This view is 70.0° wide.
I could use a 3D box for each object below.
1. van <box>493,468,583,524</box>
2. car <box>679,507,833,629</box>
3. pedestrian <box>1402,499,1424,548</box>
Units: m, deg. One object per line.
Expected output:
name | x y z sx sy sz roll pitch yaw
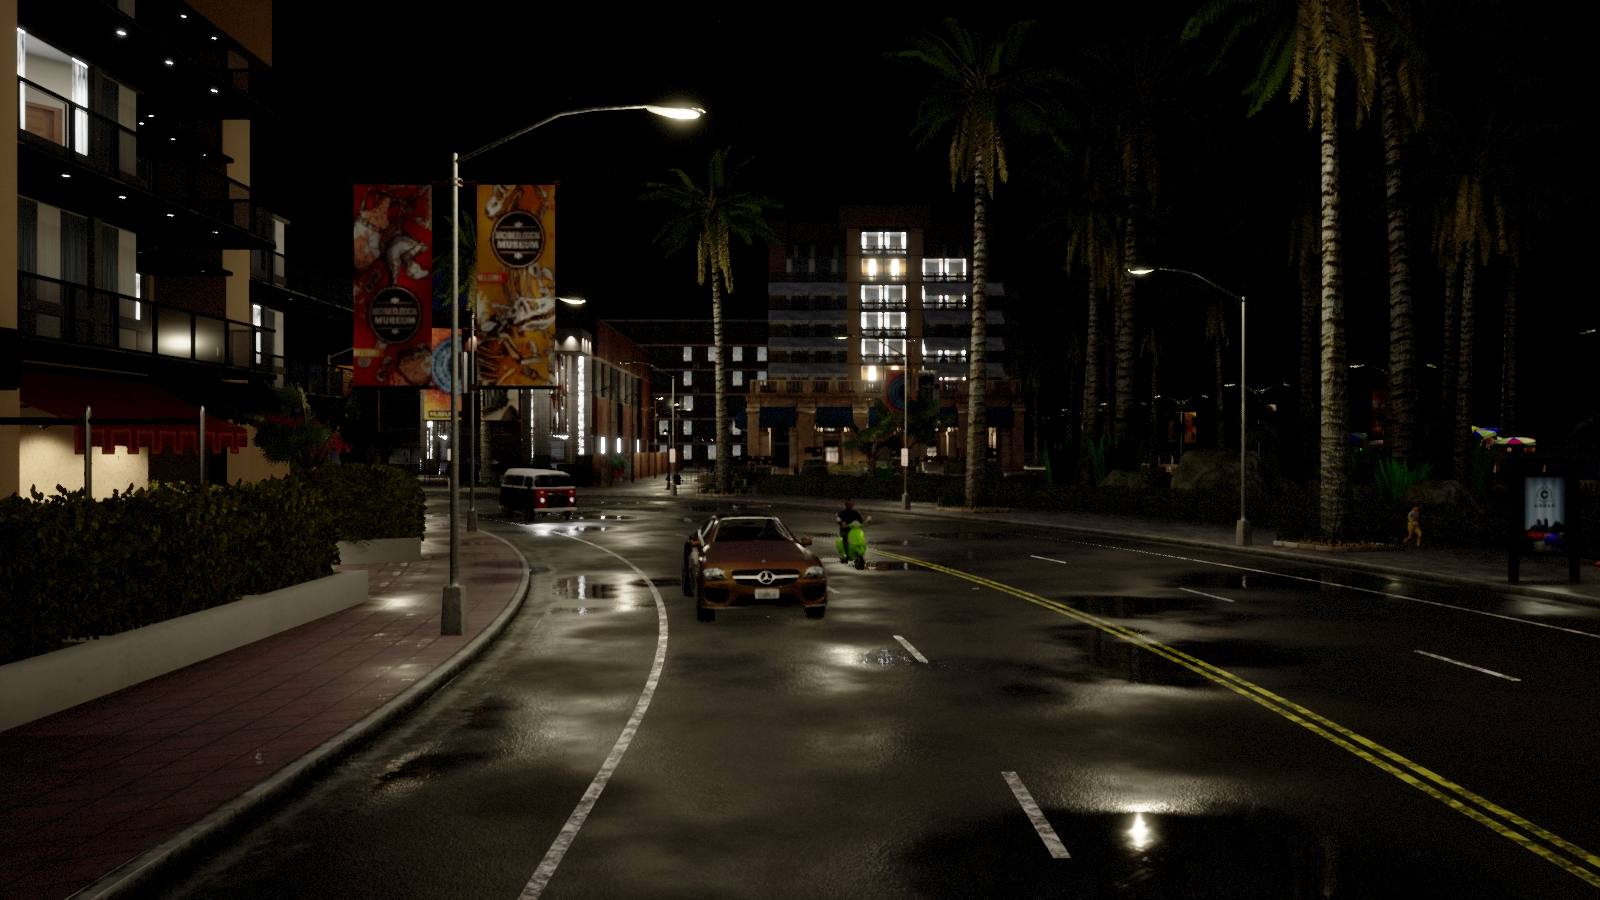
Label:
van | -10.573 1.782 45.887 2.069 2.038 4.480 0 0 -34
car | -0.948 1.992 20.626 2.152 1.651 5.027 0 0 -10
pedestrian | 16.574 1.978 30.885 0.375 1.300 0.375 0 0 -14
